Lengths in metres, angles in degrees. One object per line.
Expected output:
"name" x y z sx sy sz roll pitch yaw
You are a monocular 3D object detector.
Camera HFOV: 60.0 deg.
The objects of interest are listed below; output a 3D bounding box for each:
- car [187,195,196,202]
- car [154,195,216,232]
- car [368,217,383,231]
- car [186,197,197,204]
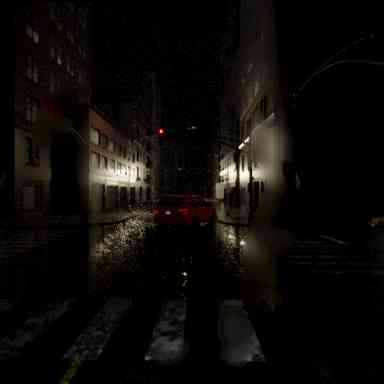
"car" -0.171 1.443 71.291 1.812 1.442 4.674 0 0 0
"car" -0.288 1.208 20.321 2.150 2.045 5.566 2 1 22
"car" 12.380 1.506 18.310 4.829 1.417 1.752 0 0 0
"car" -0.045 1.537 61.150 1.895 1.301 4.718 0 0 0
